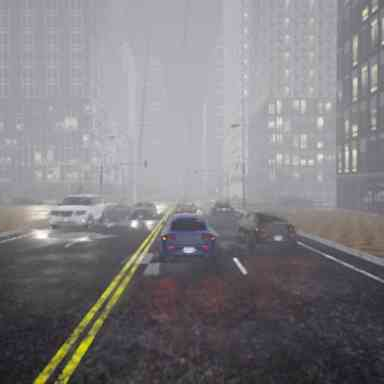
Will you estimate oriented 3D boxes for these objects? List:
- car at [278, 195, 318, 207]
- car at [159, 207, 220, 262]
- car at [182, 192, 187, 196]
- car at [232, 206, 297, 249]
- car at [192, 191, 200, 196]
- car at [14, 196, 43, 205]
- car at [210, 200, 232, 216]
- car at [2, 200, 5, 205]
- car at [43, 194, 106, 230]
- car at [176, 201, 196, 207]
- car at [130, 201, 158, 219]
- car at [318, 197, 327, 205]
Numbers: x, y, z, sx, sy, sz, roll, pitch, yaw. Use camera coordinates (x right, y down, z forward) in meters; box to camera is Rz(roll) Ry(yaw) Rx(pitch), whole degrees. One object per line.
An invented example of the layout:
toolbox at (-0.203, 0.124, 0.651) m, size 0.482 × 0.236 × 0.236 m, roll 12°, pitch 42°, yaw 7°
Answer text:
car at (15.134, 1.320, 48.753) m, size 5.009 × 1.841 × 2.192 m, roll 0°, pitch 1°, yaw 0°
car at (-0.136, 1.486, 11.817) m, size 1.812 × 1.442 × 4.674 m, roll 0°, pitch 0°, yaw -1°
car at (-2.104, 1.030, 93.773) m, size 1.895 × 1.301 × 4.718 m, roll 0°, pitch 0°, yaw -1°
car at (3.061, 1.471, 14.253) m, size 1.812 × 1.442 × 4.674 m, roll 0°, pitch 0°, yaw -1°
car at (1.144, 0.652, 93.845) m, size 2.150 × 2.045 × 5.566 m, roll 0°, pitch 0°, yaw -1°
car at (-23.795, 1.310, 48.390) m, size 4.313 × 1.339 × 1.947 m, roll 0°, pitch 1°, yaw 0°
car at (2.697, 1.448, 30.609) m, size 1.994 × 1.385 × 4.181 m, roll 0°, pitch 0°, yaw -1°
car at (-29.480, 1.287, 48.393) m, size 4.206 × 1.307 × 1.802 m, roll 0°, pitch 1°, yaw 0°
car at (-7.039, 1.165, 21.128) m, size 2.150 × 2.045 × 5.566 m, roll 0°, pitch 0°, yaw -1°
car at (-0.538, 1.494, 29.914) m, size 1.895 × 1.301 × 4.718 m, roll 0°, pitch 0°, yaw -1°
car at (-3.934, 1.456, 27.973) m, size 2.033 × 1.411 × 5.357 m, roll 0°, pitch 0°, yaw -1°
car at (20.552, 1.403, 57.166) m, size 4.829 × 1.417 × 1.752 m, roll 0°, pitch 1°, yaw 0°
